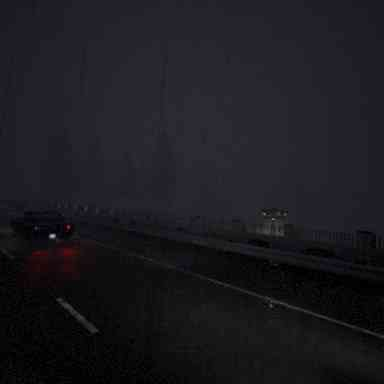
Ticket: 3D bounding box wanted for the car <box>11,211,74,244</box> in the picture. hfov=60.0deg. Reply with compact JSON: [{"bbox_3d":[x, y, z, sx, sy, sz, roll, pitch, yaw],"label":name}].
[{"bbox_3d":[-7.283,1.578,15.906,1.895,1.301,4.718,0,0,-37],"label":"car"}]
